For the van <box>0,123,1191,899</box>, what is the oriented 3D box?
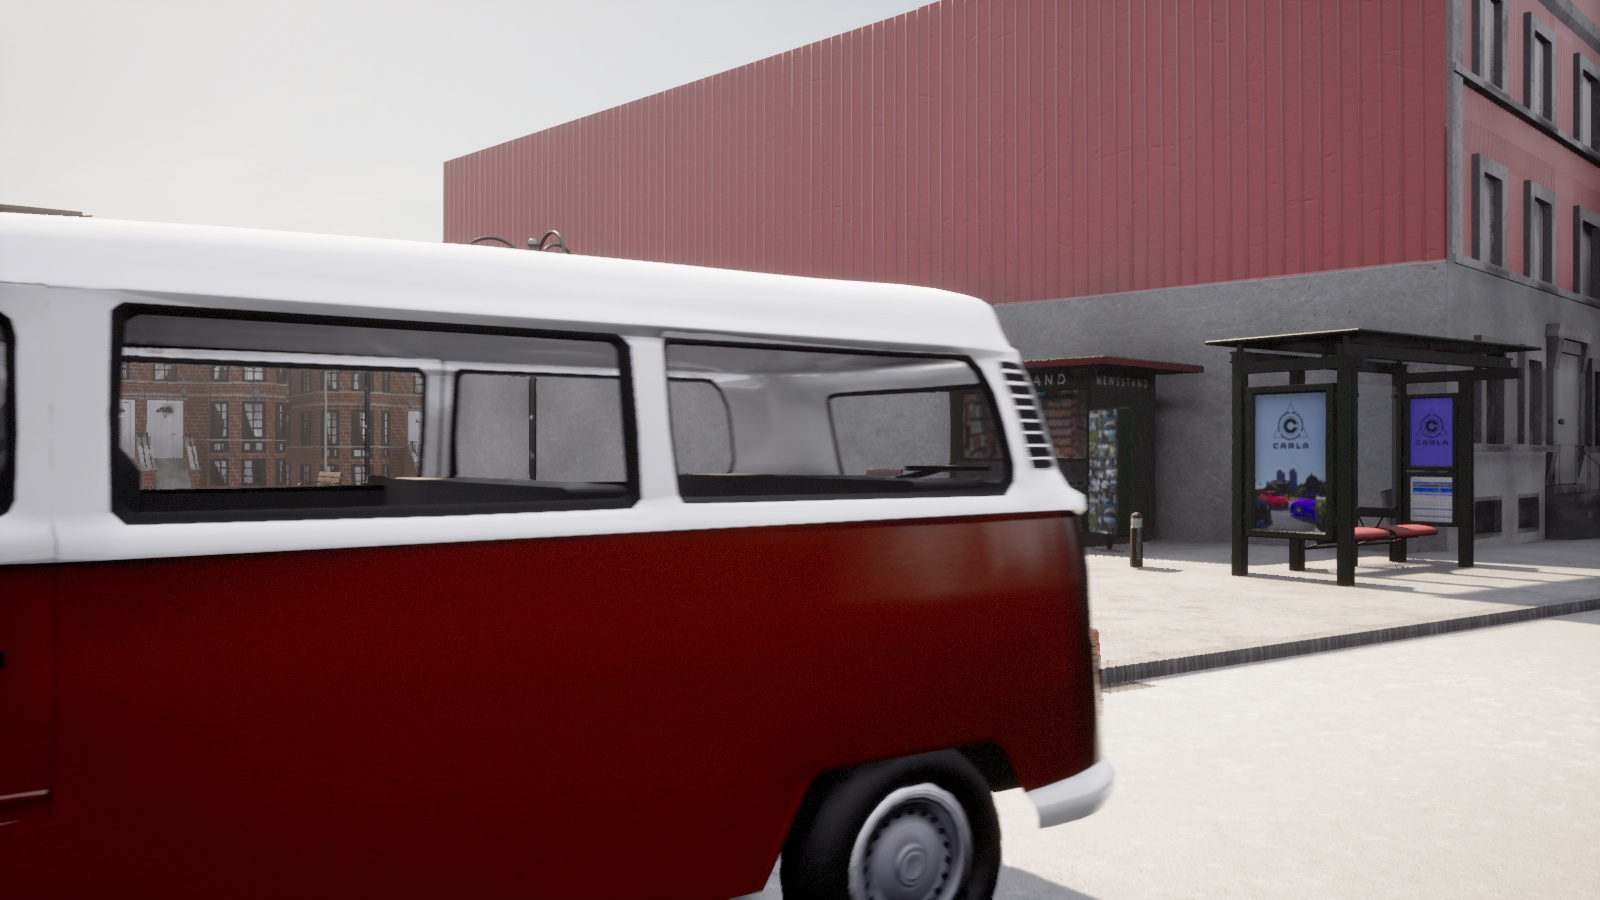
[{"bbox_3d":[-1.238,0.479,3.408,4.480,2.038,2.069,0,0,-35],"label":"van"}]
